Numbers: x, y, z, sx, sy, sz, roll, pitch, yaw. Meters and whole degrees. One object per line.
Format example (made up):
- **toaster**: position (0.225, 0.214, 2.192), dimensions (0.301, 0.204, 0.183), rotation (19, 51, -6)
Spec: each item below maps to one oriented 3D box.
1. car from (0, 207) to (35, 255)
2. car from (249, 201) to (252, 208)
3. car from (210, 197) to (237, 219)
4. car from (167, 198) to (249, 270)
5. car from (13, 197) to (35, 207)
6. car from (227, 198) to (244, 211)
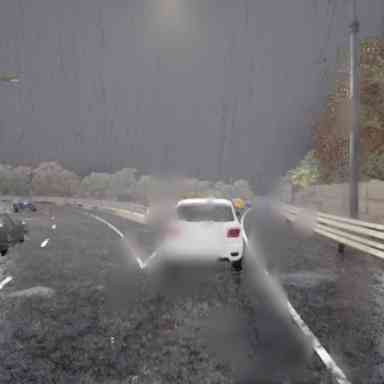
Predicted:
- **car**: position (-7.757, 1.531, 12.893), dimensions (2.033, 1.411, 5.357), rotation (0, 0, -17)
- **car**: position (11.192, 2.502, 67.791), dimensions (2.033, 1.411, 5.357), rotation (0, -3, 14)
- **car**: position (3.006, 1.371, 30.713), dimensions (2.097, 1.767, 4.553), rotation (0, 0, 10)
- **car**: position (0.490, 1.227, 11.299), dimensions (2.150, 2.045, 5.566), rotation (0, 0, 4)
- **car**: position (-19.825, 1.320, 39.225), dimensions (2.097, 1.767, 4.553), rotation (0, 0, -31)
- **car**: position (5.743, 1.546, 43.366), dimensions (1.882, 1.535, 5.008), rotation (0, -1, 12)
